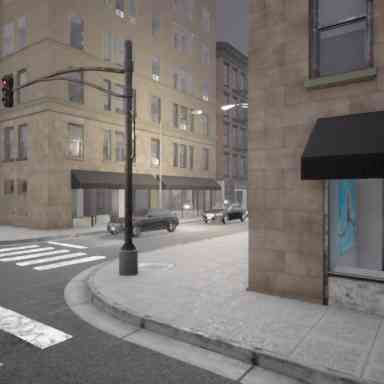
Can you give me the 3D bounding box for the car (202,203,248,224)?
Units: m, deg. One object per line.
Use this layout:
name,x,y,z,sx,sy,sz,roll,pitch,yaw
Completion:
car,2.695,1.639,26.299,2.128,1.511,4.902,0,0,35

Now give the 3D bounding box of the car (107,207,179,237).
car,-2.612,1.619,18.829,1.812,1.442,4.674,0,0,37
